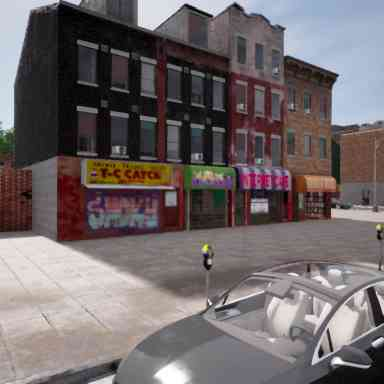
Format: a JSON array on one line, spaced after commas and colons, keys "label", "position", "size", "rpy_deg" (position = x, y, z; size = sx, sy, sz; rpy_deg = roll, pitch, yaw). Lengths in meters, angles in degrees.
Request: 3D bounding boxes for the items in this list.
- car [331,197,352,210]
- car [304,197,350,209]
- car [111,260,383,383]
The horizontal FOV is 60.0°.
[{"label": "car", "position": [16.655, 1.383, 39.979], "size": [1.837, 1.490, 4.892], "rpy_deg": [0, 0, -36]}, {"label": "car", "position": [17.622, 1.430, 43.684], "size": [2.033, 1.411, 5.357], "rpy_deg": [0, 0, -36]}, {"label": "car", "position": [1.290, 1.552, 3.719], "size": [4.403, 1.369, 2.008], "rpy_deg": [0, 0, -35]}]
